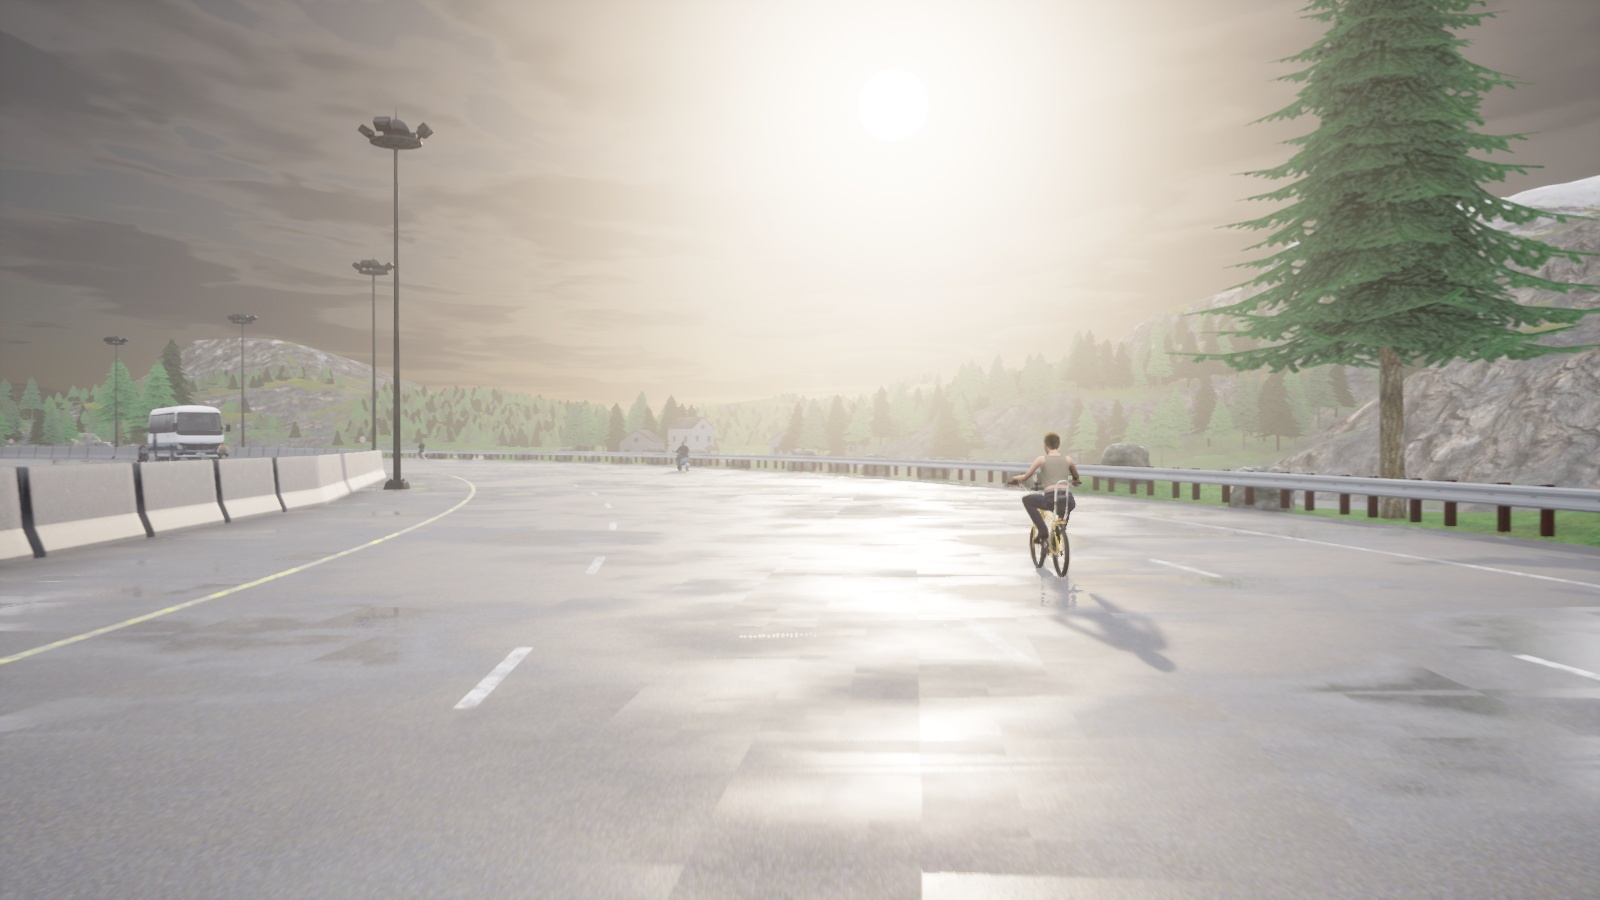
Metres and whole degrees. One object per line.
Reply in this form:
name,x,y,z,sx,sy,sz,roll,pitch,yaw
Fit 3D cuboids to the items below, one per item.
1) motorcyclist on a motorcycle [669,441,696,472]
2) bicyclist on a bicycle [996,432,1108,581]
motorcyclist on a motorcycle,-6.188,0.325,66.020,0.866,1.590,1.817,-1,1,-22
bicyclist on a bicycle,2.838,0.604,14.290,0.866,1.612,1.509,0,0,-4
